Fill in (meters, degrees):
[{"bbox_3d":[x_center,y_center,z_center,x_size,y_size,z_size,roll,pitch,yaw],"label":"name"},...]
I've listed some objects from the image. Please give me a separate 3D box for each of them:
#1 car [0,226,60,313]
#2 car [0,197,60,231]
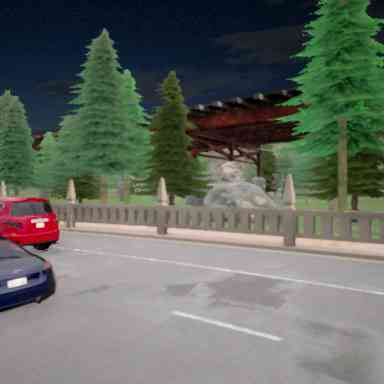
[{"bbox_3d":[-4.779,1.557,6.878,4.181,1.385,1.994,0,0,31],"label":"car"},{"bbox_3d":[-7.472,1.209,12.516,5.566,2.045,2.150,0,0,29],"label":"car"}]
